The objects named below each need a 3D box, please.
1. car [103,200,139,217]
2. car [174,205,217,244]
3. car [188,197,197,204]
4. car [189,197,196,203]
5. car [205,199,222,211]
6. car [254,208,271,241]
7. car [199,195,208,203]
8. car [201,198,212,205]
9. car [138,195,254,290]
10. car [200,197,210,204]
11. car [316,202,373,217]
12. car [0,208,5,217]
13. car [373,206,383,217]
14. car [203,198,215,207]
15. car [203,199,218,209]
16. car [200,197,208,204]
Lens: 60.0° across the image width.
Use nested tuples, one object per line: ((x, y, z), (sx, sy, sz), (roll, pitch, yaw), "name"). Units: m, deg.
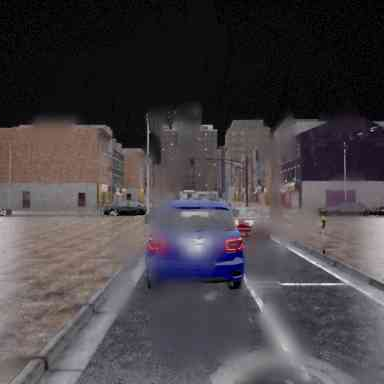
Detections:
((-5.115, 1.476, 28.845), (5.008, 1.535, 1.882), (0, -2, 0), "car")
((0.118, 1.500, 17.015), (1.882, 1.535, 5.008), (0, 0, -1), "car")
((0.099, 1.889, 74.252), (2.128, 1.511, 4.902), (0, -1, 0), "car")
((0.112, 1.970, 84.401), (1.837, 1.490, 4.892), (0, -1, 0), "car")
((2.712, 1.684, 43.576), (1.947, 1.339, 4.313), (1, 0, 0), "car")
((2.682, 1.462, 16.829), (1.967, 1.590, 4.097), (2, 0, 0), "car")
((2.767, 1.755, 81.640), (2.192, 1.841, 5.009), (1, -1, 0), "car")
((2.740, 1.846, 65.324), (1.947, 1.339, 4.313), (1, -1, 0), "car")
((0.052, 1.230, 9.220), (2.150, 2.045, 5.566), (0, 0, -1), "car")
((2.749, 1.858, 70.932), (1.752, 1.417, 4.829), (1, -1, 0), "car")
((14.755, 1.621, 31.607), (5.357, 1.411, 2.033), (0, -2, 3), "car")
((-18.826, 1.598, 28.961), (4.674, 1.442, 1.812), (-1, -2, 0), "car")
((18.436, 1.540, 28.664), (4.181, 1.385, 1.994), (0, -2, 0), "car")
((2.728, 1.716, 54.619), (1.752, 1.417, 4.829), (1, 0, 0), "car")
((2.719, 1.717, 49.012), (1.947, 1.339, 4.313), (1, 0, 0), "car")
((2.756, 1.911, 76.369), (1.752, 1.417, 4.829), (1, -1, 0), "car")
